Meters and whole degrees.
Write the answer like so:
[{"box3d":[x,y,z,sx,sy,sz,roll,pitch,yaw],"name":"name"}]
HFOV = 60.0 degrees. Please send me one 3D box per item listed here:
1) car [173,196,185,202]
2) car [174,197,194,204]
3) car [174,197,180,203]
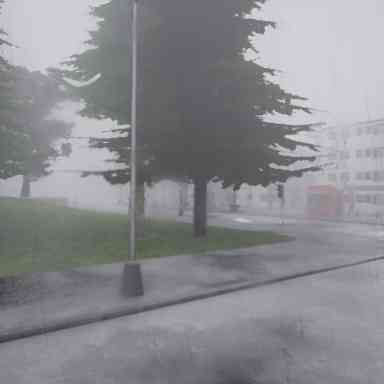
[{"box3d":[-3.375,1.950,87.880,1.845,1.501,3.633,1,0,-24],"name":"car"},{"box3d":[-2.033,2.189,85.401,4.974,1.542,2.038,1,0,-6],"name":"car"},{"box3d":[-2.083,2.031,85.397,4.536,1.218,1.853,1,0,-6],"name":"car"}]
